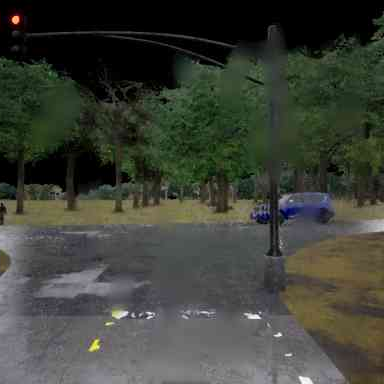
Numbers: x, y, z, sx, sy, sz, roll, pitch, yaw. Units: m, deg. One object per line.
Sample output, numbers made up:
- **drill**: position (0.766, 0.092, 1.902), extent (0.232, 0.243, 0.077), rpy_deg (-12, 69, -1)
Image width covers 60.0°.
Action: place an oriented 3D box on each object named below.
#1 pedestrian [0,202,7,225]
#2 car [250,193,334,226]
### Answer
- **pedestrian**: position (-15.239, 1.718, 26.772), extent (0.375, 1.860, 0.375), rpy_deg (0, -1, 0)
- **car**: position (6.577, 1.113, 21.779), extent (5.566, 2.045, 2.150), rpy_deg (0, -3, -17)
